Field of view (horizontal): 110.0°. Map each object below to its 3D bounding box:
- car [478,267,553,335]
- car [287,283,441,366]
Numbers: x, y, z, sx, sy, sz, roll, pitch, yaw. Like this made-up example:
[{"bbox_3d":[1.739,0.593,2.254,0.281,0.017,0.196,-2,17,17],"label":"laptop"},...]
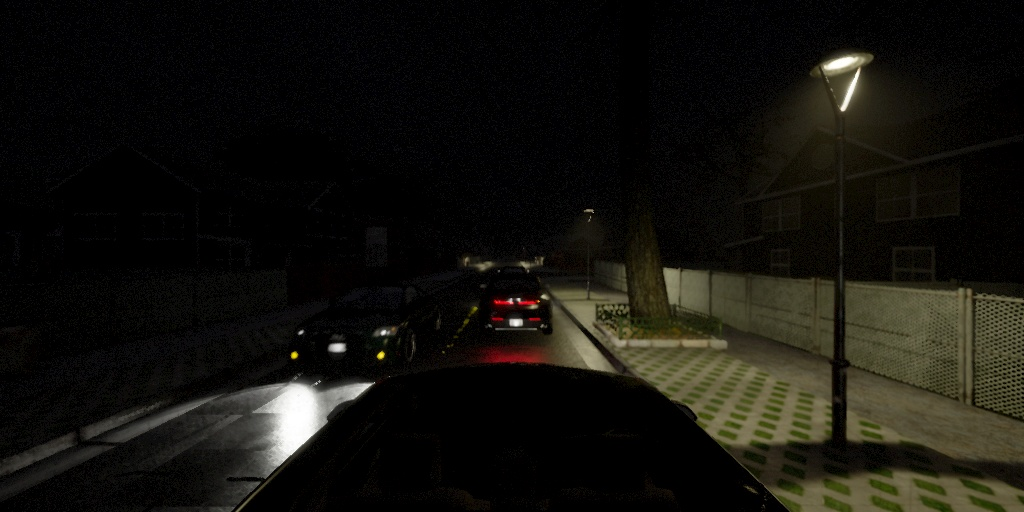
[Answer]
[{"bbox_3d":[0.093,1.236,10.454,1.837,1.490,4.892,0,0,0],"label":"car"},{"bbox_3d":[-2.843,1.301,7.827,1.994,1.385,4.181,0,0,0],"label":"car"}]
